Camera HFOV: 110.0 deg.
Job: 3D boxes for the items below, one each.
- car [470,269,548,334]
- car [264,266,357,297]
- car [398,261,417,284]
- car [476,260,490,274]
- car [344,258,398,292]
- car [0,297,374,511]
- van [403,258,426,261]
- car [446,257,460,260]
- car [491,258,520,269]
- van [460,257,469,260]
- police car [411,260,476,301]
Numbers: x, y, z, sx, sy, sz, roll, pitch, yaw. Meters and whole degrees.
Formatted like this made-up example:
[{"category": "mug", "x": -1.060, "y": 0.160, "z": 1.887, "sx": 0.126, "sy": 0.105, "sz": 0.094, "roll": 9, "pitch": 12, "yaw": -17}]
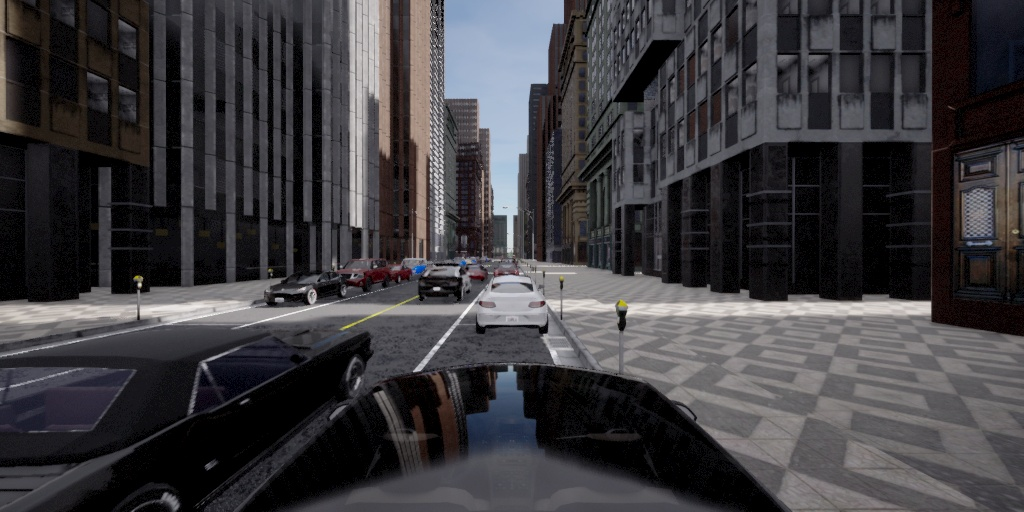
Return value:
[{"category": "car", "x": 0.003, "y": 1.275, "z": 10.501, "sx": 1.812, "sy": 1.442, "sz": 4.674, "roll": 0, "pitch": 0, "yaw": 0}, {"category": "car", "x": -8.908, "y": 1.315, "z": 15.920, "sx": 1.948, "sy": 1.339, "sz": 4.313, "roll": 0, "pitch": 0, "yaw": 0}, {"category": "car", "x": -8.908, "y": 1.294, "z": 27.194, "sx": 1.888, "sy": 1.381, "sz": 4.507, "roll": 0, "pitch": 0, "yaw": 0}, {"category": "car", "x": -3.061, "y": 1.314, "z": 29.551, "sx": 1.994, "sy": 1.385, "sz": 4.181, "roll": 0, "pitch": 0, "yaw": 0}, {"category": "car", "x": -8.908, "y": 1.064, "z": 21.556, "sx": 2.192, "sy": 1.841, "sz": 5.009, "roll": 0, "pitch": 0, "yaw": 0}, {"category": "car", "x": -3.050, "y": 1.350, "z": 3.403, "sx": 1.895, "sy": 1.301, "sz": 4.718, "roll": 0, "pitch": 0, "yaw": 0}, {"category": "van", "x": -8.908, "y": 1.090, "z": 32.830, "sx": 1.690, "sy": 1.789, "sz": 3.998, "roll": 0, "pitch": 0, "yaw": 0}, {"category": "car", "x": -8.908, "y": 1.189, "z": 49.741, "sx": 1.967, "sy": 1.591, "sz": 4.097, "roll": 0, "pitch": 0, "yaw": 0}, {"category": "car", "x": -0.383, "y": 1.189, "z": 27.203, "sx": 1.967, "sy": 1.591, "sz": 4.097, "roll": 0, "pitch": 0, "yaw": 0}, {"category": "van", "x": -8.908, "y": 1.090, "z": 61.014, "sx": 1.690, "sy": 1.789, "sz": 3.998, "roll": 0, "pitch": 0, "yaw": 0}, {"category": "police car", "x": -3.147, "y": 1.174, "z": 17.591, "sx": 1.930, "sy": 1.638, "sz": 5.238, "roll": 0, "pitch": 0, "yaw": 0}]
